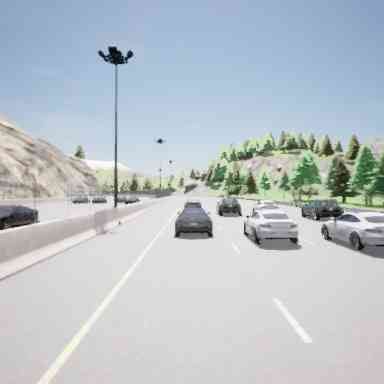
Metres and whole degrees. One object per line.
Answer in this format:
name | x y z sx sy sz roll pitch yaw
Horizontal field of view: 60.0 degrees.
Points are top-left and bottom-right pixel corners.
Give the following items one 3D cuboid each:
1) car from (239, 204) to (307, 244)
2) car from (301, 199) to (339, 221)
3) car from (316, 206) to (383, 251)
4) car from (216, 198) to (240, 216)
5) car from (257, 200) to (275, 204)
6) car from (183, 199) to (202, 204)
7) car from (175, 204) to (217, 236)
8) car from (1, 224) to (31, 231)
car | 3.597 1.525 15.680 1.812 1.442 4.674 0 0 0
car | 10.593 1.351 27.505 2.097 1.767 4.553 0 0 0
car | 7.097 1.525 13.937 1.812 1.442 4.674 0 0 0
car | 3.591 1.351 33.094 2.097 1.767 4.553 0 0 0
car | 7.092 1.525 32.054 1.812 1.442 4.674 0 0 0
car | 0.094 1.490 36.051 2.128 1.511 4.902 0 0 0
car | 0.094 1.563 18.489 1.994 1.385 4.181 0 0 0
car | -10.605 1.476 19.048 1.882 1.535 5.008 0 0 0
